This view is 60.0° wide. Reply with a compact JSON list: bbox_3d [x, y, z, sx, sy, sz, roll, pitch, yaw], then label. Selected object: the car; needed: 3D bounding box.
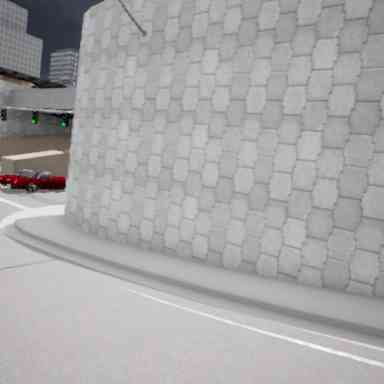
[{"bbox_3d":[-9.702,-0.720,21.513,1.895,1.301,4.718,10,6,27],"label":"car"}]
